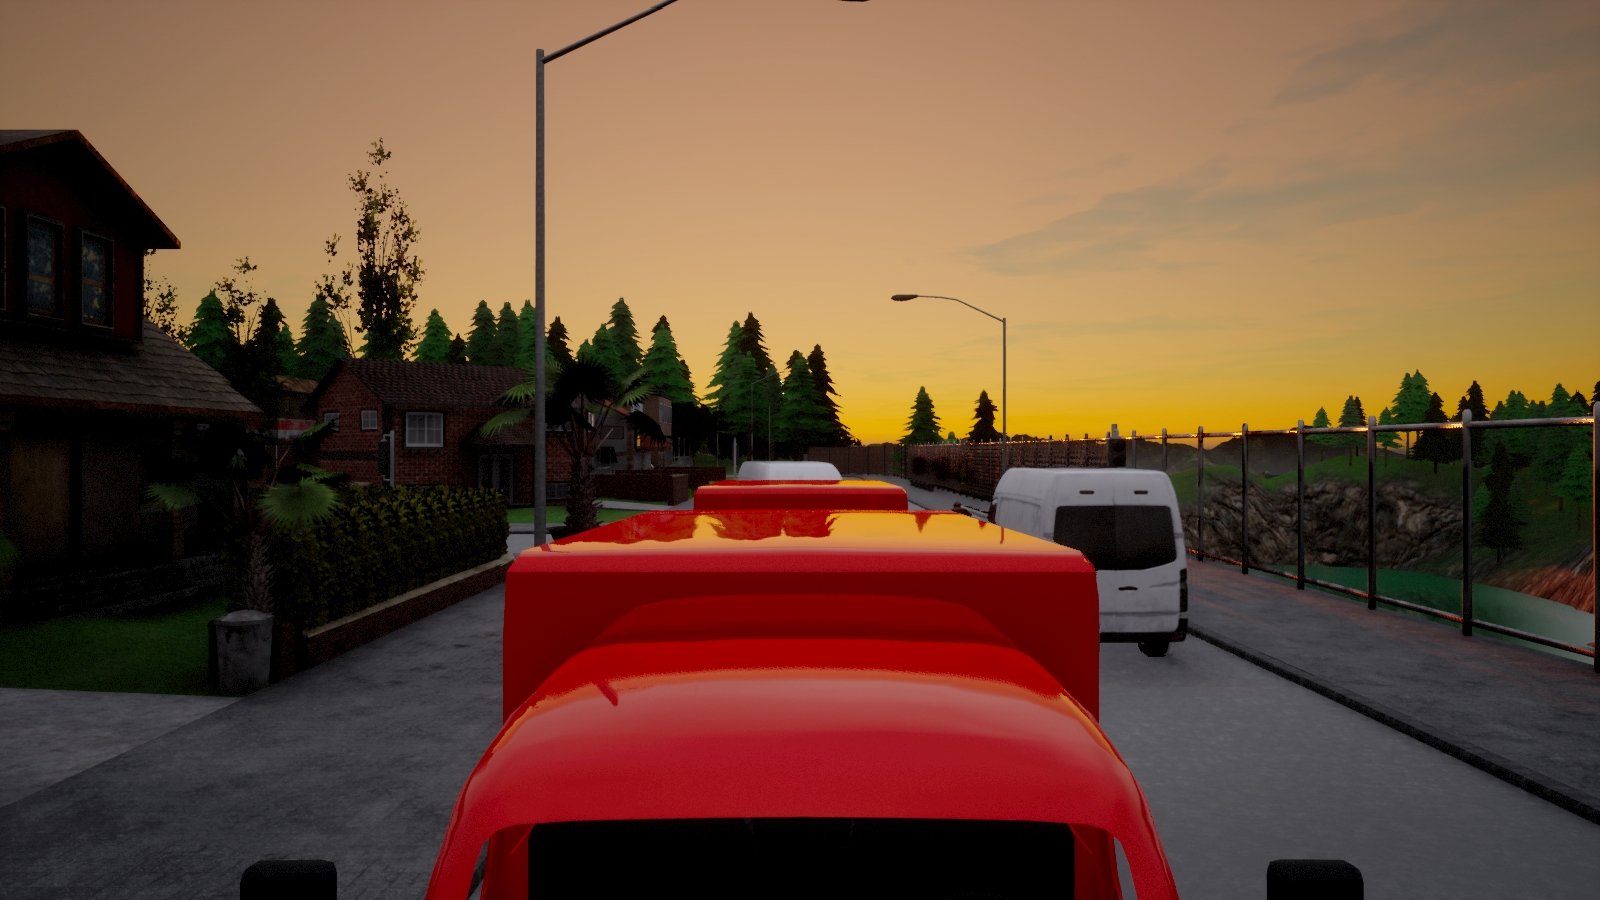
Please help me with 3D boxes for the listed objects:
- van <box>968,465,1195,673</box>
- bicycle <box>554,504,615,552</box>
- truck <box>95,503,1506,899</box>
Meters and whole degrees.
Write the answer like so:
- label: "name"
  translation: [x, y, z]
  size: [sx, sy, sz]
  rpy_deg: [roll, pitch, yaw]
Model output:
- label: "van"
  translation: [3.995, 1.542, 17.407]
  size: [1.988, 2.561, 5.915]
  rpy_deg: [0, 0, 0]
- label: "bicycle"
  translation: [-6.027, 2.170, 32.019]
  size: [1.487, 1.276, 0.859]
  rpy_deg: [0, 0, 8]
- label: "truck"
  translation: [-0.001, 1.570, 4.728]
  size: [2.627, 2.467, 5.204]
  rpy_deg: [0, 0, 0]
